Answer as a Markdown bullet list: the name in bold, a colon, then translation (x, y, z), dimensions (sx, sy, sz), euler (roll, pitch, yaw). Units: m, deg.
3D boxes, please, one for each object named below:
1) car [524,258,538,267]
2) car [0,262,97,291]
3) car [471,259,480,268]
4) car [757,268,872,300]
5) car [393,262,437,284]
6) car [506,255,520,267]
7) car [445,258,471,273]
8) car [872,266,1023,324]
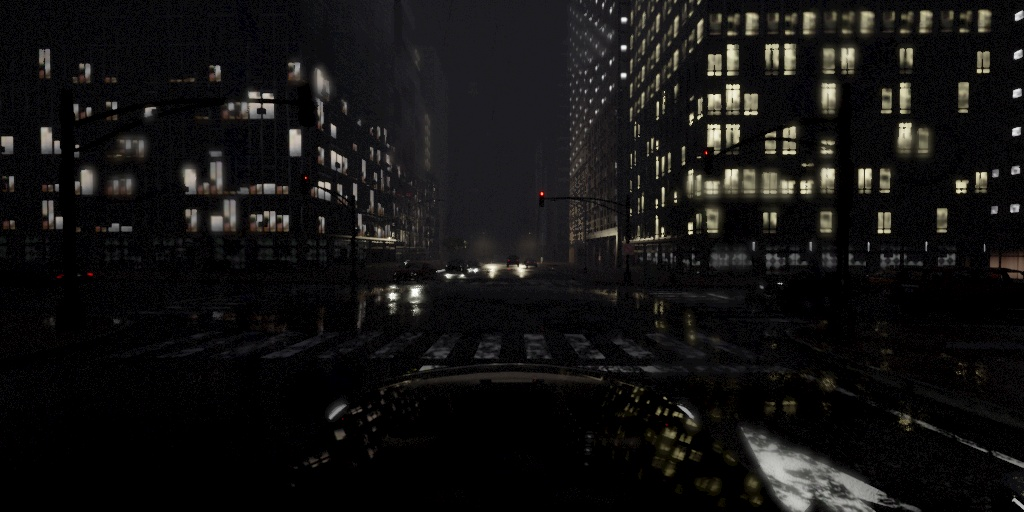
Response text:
- **car**: translation (3.428, 1.228, 63.276), dimensions (1.812, 1.442, 4.674), euler (0, 0, 0)
- **car**: translation (-25.576, 1.047, 19.089), dimensions (5.357, 1.411, 2.033), euler (1, 1, 1)
- **car**: translation (-6.405, 1.199, 59.318), dimensions (2.128, 1.511, 4.902), euler (0, 0, 0)
- **car**: translation (15.287, 1.355, 18.286), dimensions (4.902, 1.511, 2.128), euler (0, 1, 2)
- **car**: translation (-7.007, 1.192, 26.287), dimensions (1.882, 1.535, 5.008), euler (0, -1, 6)
- **car**: translation (0.176, 0.924, 62.898), dimensions (2.150, 2.045, 5.566), euler (0, 0, 0)
- **car**: translation (-6.476, 1.076, 42.316), dimensions (2.097, 1.767, 4.553), euler (0, 0, 0)
- **car**: translation (16.221, 1.281, 12.455), dimensions (5.009, 1.841, 2.192), euler (0, 0, 1)
